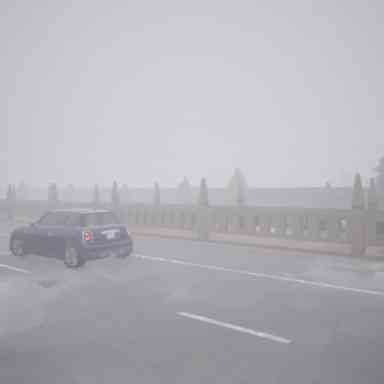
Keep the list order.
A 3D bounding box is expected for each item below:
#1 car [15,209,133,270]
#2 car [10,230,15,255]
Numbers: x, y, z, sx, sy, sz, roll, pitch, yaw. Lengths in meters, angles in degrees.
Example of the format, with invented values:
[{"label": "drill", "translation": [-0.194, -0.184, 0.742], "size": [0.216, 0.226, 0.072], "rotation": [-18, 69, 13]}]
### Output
[{"label": "car", "translation": [-4.173, 1.341, 11.264], "size": [4.553, 1.767, 2.097], "rotation": [0, 0, 36]}, {"label": "car", "translation": [-7.256, 1.479, 9.167], "size": [4.902, 1.511, 2.128], "rotation": [0, 0, 36]}]
